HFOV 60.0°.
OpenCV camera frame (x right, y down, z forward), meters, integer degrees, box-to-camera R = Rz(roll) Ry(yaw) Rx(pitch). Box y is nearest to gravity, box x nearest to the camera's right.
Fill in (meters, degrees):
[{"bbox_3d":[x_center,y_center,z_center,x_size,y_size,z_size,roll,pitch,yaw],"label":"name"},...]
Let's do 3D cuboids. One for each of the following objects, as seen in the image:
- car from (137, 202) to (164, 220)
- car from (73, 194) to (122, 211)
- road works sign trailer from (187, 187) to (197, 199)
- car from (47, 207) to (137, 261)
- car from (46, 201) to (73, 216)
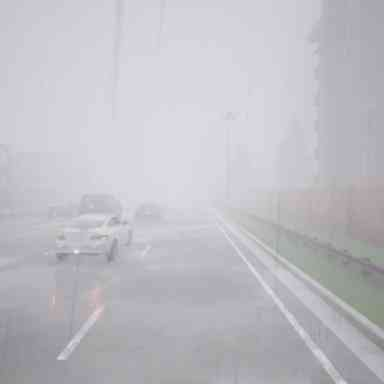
[{"bbox_3d":[-3.415,1.522,27.207,1.994,1.385,4.181,0,0,0],"label":"car"},{"bbox_3d":[-6.918,1.181,25.531,2.150,2.045,5.566,0,0,0],"label":"car"},{"bbox_3d":[-0.003,0.335,84.206,2.380,3.560,2.880,0,0,0],"label":"road works sign trailer"},{"bbox_3d":[-3.421,1.507,12.149,1.812,1.442,4.674,0,0,0],"label":"car"},{"bbox_3d":[-10.420,1.484,27.533,1.812,1.442,4.674,0,0,0],"label":"car"}]
